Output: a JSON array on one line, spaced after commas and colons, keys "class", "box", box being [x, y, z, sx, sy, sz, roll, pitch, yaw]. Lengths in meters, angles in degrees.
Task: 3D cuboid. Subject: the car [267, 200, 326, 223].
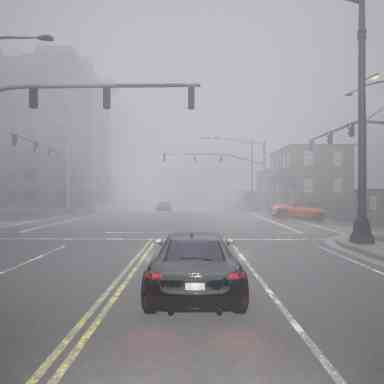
[{"class": "car", "box": [8.618, 1.436, 27.641, 4.553, 1.767, 2.097, 6, 0, -3]}]

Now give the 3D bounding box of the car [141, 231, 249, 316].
[{"class": "car", "box": [0.056, 1.564, 7.614, 1.994, 1.385, 4.181, 0, 0, 0]}]

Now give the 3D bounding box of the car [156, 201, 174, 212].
[{"class": "car", "box": [-3.711, 2.017, 44.584, 1.837, 1.490, 4.892, 0, -5, 0]}]

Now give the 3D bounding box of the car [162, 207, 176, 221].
[{"class": "car", "box": [-3.733, 3.690, 55.010, 2.033, 1.411, 5.357, 0, -12, 0]}]
